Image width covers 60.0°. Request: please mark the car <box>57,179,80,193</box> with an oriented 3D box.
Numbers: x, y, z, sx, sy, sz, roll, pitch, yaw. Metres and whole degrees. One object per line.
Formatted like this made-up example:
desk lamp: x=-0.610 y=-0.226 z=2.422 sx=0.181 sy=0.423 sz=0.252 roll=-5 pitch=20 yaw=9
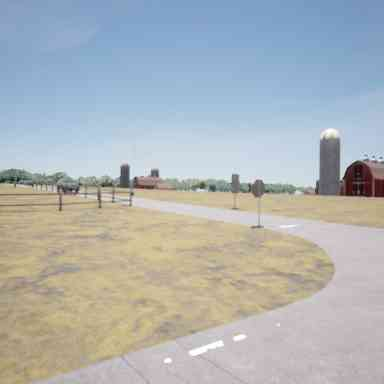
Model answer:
car: x=-18.620 y=-0.956 z=49.907 sx=2.150 sy=2.045 sz=5.566 roll=2 pitch=2 yaw=-36
